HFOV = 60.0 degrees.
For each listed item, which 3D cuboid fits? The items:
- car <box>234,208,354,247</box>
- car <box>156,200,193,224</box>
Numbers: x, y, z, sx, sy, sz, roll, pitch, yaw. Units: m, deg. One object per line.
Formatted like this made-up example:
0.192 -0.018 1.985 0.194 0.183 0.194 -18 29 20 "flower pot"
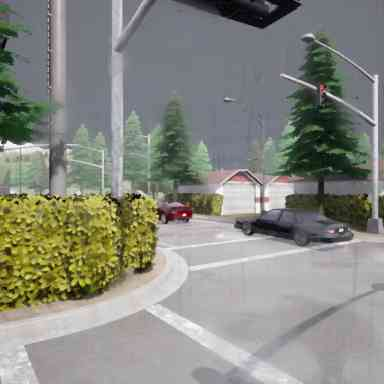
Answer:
4.264 1.421 14.795 2.033 1.411 5.357 0 2 -35 "car"
-1.934 1.305 23.388 1.882 1.535 5.008 -1 1 -35 "car"
